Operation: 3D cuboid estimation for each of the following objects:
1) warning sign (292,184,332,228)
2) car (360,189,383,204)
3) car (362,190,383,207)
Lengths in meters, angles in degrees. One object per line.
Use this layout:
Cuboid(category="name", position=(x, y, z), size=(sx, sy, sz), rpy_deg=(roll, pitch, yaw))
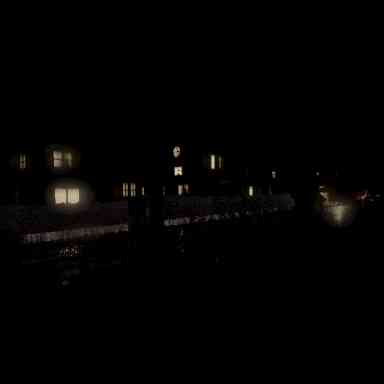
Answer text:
Cuboid(category="warning sign", position=(5.394, 0.637, 14.918), size=(1.300, 1.860, 1.060), rpy_deg=(-3, -2, 42))
Cuboid(category="car", position=(23.201, 0.530, 42.172), size=(2.097, 1.767, 4.553), rpy_deg=(-2, -1, 42))
Cuboid(category="car", position=(18.468, 0.781, 32.912), size=(2.033, 1.411, 5.357), rpy_deg=(-2, -1, 42))
